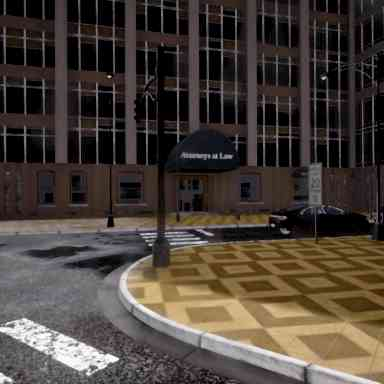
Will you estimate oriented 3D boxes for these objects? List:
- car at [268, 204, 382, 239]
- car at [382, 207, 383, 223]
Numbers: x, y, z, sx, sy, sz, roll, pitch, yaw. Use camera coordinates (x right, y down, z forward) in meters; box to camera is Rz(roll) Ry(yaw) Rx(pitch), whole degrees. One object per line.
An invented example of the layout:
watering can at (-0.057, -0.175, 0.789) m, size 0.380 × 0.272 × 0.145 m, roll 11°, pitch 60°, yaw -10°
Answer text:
car at (6.082, 1.309, 15.891) m, size 4.902 × 1.511 × 2.128 m, roll 0°, pitch 0°, yaw -14°
car at (13.477, 1.262, 20.655) m, size 4.902 × 1.511 × 2.128 m, roll 0°, pitch 0°, yaw -14°
